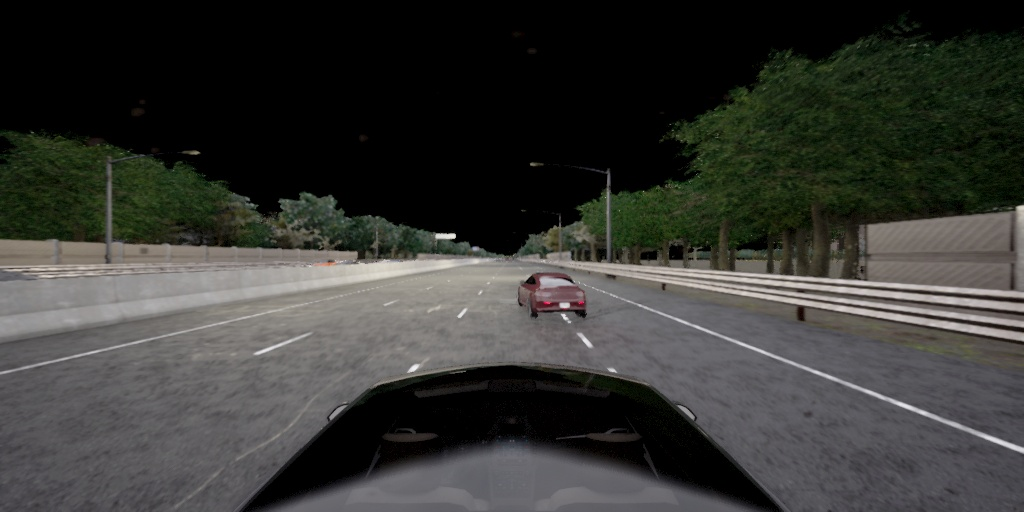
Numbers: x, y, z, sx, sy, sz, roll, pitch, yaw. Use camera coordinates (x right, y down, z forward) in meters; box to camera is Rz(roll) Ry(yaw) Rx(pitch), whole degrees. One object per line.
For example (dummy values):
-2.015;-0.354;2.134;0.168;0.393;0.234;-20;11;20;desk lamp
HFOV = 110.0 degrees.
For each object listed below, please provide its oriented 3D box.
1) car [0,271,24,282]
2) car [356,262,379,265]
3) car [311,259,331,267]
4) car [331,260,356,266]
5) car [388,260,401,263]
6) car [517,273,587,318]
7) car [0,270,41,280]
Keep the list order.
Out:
-17.590;1.300;9.849;1.812;1.442;4.674;0;0;0;car
-21.148;1.536;54.006;1.895;1.301;4.718;0;0;0;car
-28.145;1.289;54.020;2.097;1.767;4.553;0;0;0;car
-24.649;1.429;54.037;2.128;1.511;4.902;0;0;0;car
-17.657;1.412;53.994;1.882;1.535;5.008;0;0;0;car
1.324;1.321;13.000;1.812;1.442;4.674;0;0;-6;car
-24.568;1.318;16.156;1.812;1.442;4.674;0;0;0;car
